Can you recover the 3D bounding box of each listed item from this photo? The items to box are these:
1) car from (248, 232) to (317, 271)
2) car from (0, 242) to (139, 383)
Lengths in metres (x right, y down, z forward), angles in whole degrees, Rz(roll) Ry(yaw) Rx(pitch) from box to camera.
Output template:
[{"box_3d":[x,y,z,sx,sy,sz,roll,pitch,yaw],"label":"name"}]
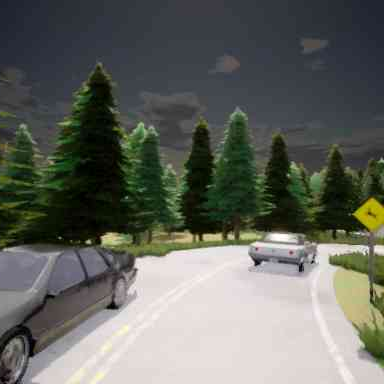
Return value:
[{"box_3d":[3.888,2.308,13.559,1.895,1.301,4.718,1,-5,28],"label":"car"},{"box_3d":[-2.580,1.610,5.626,2.033,1.411,5.357,1,-2,12],"label":"car"}]
